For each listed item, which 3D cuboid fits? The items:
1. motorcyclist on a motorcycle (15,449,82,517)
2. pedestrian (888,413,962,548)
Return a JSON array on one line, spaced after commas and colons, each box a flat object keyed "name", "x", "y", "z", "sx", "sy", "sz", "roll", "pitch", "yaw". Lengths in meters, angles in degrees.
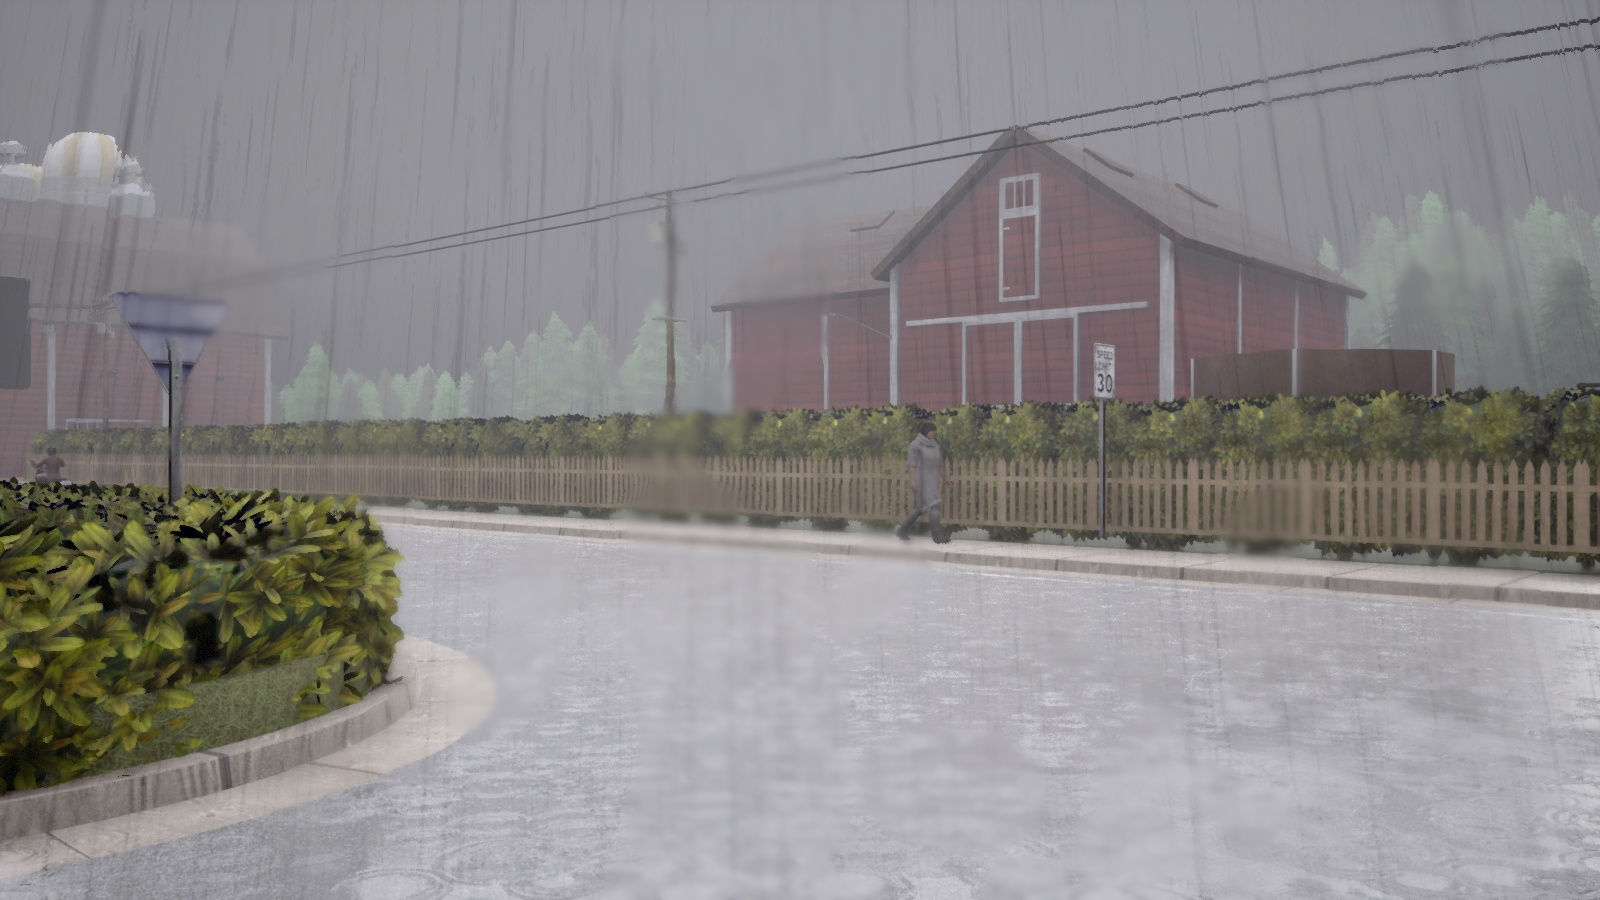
[{"name": "motorcyclist on a motorcycle", "x": -18.954, "y": 0.813, "z": 31.646, "sx": 2.350, "sy": 1.649, "sz": 0.766, "roll": 0, "pitch": 0, "yaw": 41}, {"name": "pedestrian", "x": 1.859, "y": 0.442, "z": 18.664, "sx": 0.873, "sy": 1.952, "sz": 0.659, "roll": 0, "pitch": 0, "yaw": 43}]
